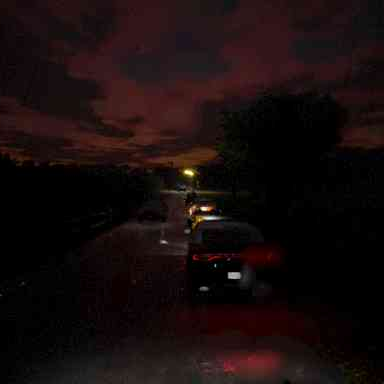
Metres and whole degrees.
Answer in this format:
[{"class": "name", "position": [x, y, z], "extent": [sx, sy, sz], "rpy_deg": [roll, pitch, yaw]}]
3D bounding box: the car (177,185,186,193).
[{"class": "car", "position": [-2.822, -0.873, 92.665], "extent": [2.150, 2.045, 5.566], "rpy_deg": [0, 2, 0]}]

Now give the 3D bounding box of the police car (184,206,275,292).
[{"class": "police car", "position": [0.818, 1.402, 9.027], "extent": [1.930, 1.638, 5.238], "rpy_deg": [0, 0, 0]}]

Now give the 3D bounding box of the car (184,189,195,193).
[{"class": "car", "position": [-0.051, 0.574, 65.731], "extent": [2.033, 1.411, 5.357], "rpy_deg": [0, 2, 0]}]

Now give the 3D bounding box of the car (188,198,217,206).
[{"class": "car", "position": [0.810, 1.368, 19.106], "extent": [1.801, 1.575, 5.366], "rpy_deg": [0, 1, 0]}]

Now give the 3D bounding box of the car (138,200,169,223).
[{"class": "car", "position": [-2.769, 1.340, 24.598], "extent": [1.882, 1.535, 5.008], "rpy_deg": [0, 1, 0]}]

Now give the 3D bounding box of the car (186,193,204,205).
[{"class": "car", "position": [0.805, 1.211, 24.888], "extent": [2.097, 1.767, 4.553], "rpy_deg": [0, 1, 0]}]

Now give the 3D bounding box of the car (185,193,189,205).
[{"class": "car", "position": [0.005, 1.150, 46.627], "extent": [1.895, 1.301, 4.718], "rpy_deg": [0, 1, 1]}]
